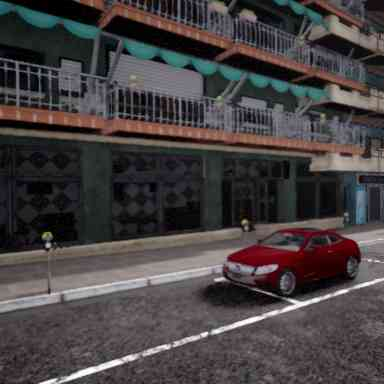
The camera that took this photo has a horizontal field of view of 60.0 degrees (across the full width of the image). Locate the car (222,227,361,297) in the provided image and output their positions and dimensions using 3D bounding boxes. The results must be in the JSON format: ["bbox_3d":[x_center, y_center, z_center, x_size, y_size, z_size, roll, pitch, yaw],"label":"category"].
[{"bbox_3d":[2.691,1.594,8.496,4.206,1.307,1.802,0,-1,-35],"label":"car"}]
